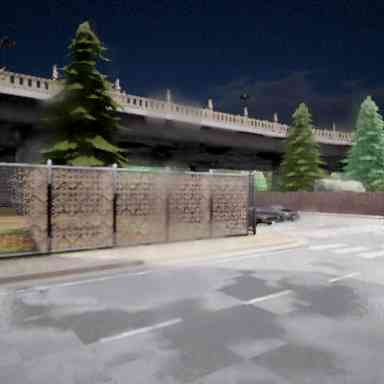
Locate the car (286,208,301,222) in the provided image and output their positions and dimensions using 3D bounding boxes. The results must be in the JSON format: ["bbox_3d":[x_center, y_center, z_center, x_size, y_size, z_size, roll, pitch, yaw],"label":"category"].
[{"bbox_3d":[6.750,1.719,27.291,1.994,1.385,4.181,0,0,-35],"label":"car"}]

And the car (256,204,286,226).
[{"bbox_3d":[4.073,1.686,24.987,2.033,1.411,5.357,0,0,-35],"label":"car"}]
